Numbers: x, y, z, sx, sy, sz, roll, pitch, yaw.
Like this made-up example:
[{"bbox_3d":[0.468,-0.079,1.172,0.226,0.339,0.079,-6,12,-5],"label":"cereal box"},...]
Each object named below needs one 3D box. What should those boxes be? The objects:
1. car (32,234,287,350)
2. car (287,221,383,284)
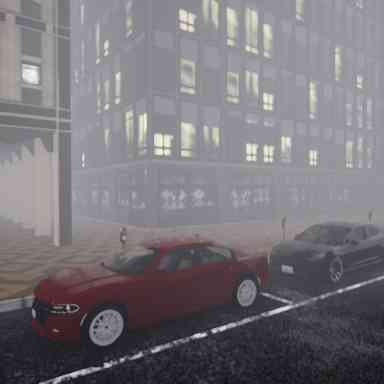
[{"bbox_3d":[-0.501,1.536,6.206,4.507,1.381,1.887,0,0,-35],"label":"car"},{"bbox_3d":[4.138,1.542,9.512,4.313,1.339,1.947,0,0,-35],"label":"car"}]
